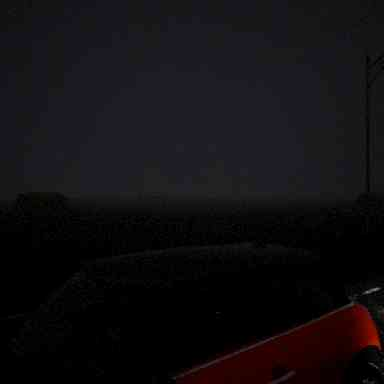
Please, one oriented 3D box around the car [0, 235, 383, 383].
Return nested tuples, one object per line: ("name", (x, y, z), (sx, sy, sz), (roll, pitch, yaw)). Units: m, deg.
("car", (-0.396, 1.351, 2.790), (4.553, 1.767, 2.097), (0, 0, -36))
